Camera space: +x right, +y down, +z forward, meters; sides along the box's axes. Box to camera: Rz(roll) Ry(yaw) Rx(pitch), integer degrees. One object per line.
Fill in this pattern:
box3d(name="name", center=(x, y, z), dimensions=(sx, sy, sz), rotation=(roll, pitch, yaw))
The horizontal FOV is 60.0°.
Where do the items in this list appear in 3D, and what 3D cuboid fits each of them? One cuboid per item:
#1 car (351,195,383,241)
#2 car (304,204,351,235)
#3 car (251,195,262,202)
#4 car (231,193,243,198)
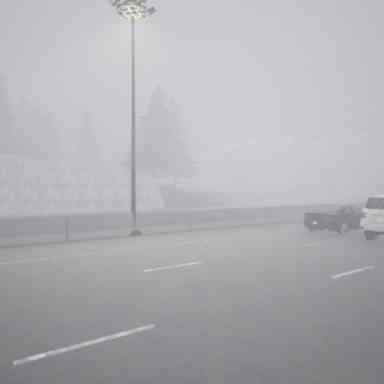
box3d(name="car", center=(9.830, 1.140, 15.052), dimensions=(5.566, 2.045, 2.150), rotation=(0, 0, -35))
box3d(name="car", center=(8.209, 1.394, 18.196), dimensions=(5.008, 1.535, 1.882), rotation=(0, 0, -35))
box3d(name="car", center=(13.477, 1.290, 69.578), dimensions=(2.033, 1.411, 5.357), rotation=(0, 0, 5))
box3d(name="car", center=(11.696, 0.872, 86.251), dimensions=(1.812, 1.442, 4.674), rotation=(0, 2, -16))
